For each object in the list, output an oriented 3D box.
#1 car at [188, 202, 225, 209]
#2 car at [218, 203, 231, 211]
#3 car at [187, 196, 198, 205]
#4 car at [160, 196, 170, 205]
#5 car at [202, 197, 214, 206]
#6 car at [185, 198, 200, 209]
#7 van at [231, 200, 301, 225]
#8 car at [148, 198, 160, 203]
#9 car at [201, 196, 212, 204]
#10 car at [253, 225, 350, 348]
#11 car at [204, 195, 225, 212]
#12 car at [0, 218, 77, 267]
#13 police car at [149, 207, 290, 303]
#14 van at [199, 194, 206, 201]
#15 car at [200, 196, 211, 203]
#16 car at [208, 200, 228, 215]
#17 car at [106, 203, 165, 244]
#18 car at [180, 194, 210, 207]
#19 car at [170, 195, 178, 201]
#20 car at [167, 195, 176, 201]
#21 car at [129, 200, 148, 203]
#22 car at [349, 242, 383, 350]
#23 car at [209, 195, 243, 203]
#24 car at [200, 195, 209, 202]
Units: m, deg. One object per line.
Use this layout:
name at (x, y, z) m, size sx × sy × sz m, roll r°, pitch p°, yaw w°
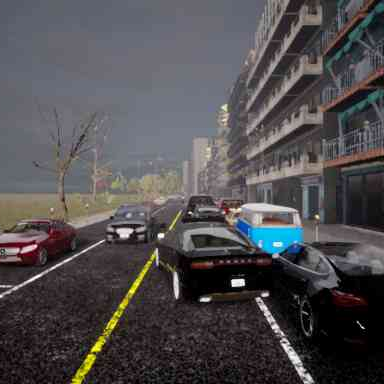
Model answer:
car at (0.862, 1.509, 18.631) m, size 1.837 × 1.490 × 4.892 m, roll 0°, pitch 0°, yaw 0°
car at (2.610, 1.529, 17.733) m, size 1.752 × 1.417 × 4.829 m, roll 1°, pitch 0°, yaw 0°
car at (0.121, 1.542, 60.247) m, size 1.812 × 1.442 × 4.674 m, roll 0°, pitch 0°, yaw 0°
car at (-5.193, 1.541, 56.468) m, size 1.752 × 1.417 × 4.829 m, roll 1°, pitch 0°, yaw 0°
car at (2.689, 1.541, 57.360) m, size 1.752 × 1.417 × 4.829 m, roll 1°, pitch 0°, yaw 0°
car at (0.106, 1.559, 46.467) m, size 2.033 × 1.411 × 5.357 m, roll 0°, pitch 0°, yaw 1°
van at (2.600, 1.344, 11.902) m, size 1.690 × 1.788 × 3.998 m, roll 1°, pitch 0°, yaw 0°
car at (-5.227, 1.591, 39.676) m, size 1.802 × 1.307 × 4.206 m, roll 1°, pitch 0°, yaw 0°
car at (2.700, 1.543, 63.021) m, size 1.752 × 1.417 × 4.829 m, roll 1°, pitch 0°, yaw 0°
car at (2.586, 1.567, 6.240) m, size 1.947 × 1.339 × 4.313 m, roll 1°, pitch 0°, yaw 0°
car at (2.657, 1.324, 40.207) m, size 2.192 × 1.841 × 5.009 m, roll 1°, pitch 0°, yaw 0°
car at (-5.284, 1.585, 11.406) m, size 1.802 × 1.307 × 4.206 m, roll 1°, pitch 0°, yaw 0°
police car at (0.225, 1.427, 8.486) m, size 1.930 × 1.638 × 5.238 m, roll 0°, pitch 0°, yaw -14°
van at (2.747, 1.369, 85.495) m, size 1.690 × 1.788 × 3.998 m, roll 1°, pitch 0°, yaw 0°
car at (2.711, 1.570, 68.511) m, size 2.008 × 1.369 × 4.403 m, roll 1°, pitch 0°, yaw 0°
car at (2.643, 1.590, 34.546) m, size 1.802 × 1.307 × 4.206 m, roll 1°, pitch 0°, yaw 0°
car at (-2.718, 1.495, 15.845) m, size 2.128 × 1.511 × 4.902 m, roll 0°, pitch 0°, yaw 0°
car at (0.431, 1.225, 24.572) m, size 2.150 × 2.045 × 5.566 m, roll 0°, pitch 0°, yaw -5°
car at (-5.148, 1.575, 79.254) m, size 2.008 × 1.369 × 4.403 m, roll 1°, pitch 0°, yaw 0°
car at (-5.137, 1.578, 84.908) m, size 2.008 × 1.369 × 4.403 m, roll 1°, pitch 0°, yaw 0°
car at (-5.250, 1.572, 28.368) m, size 1.947 × 1.339 × 4.313 m, roll 1°, pitch 0°, yaw 0°
car at (2.578, 1.315, 0.580) m, size 2.192 × 1.841 × 5.009 m, roll 1°, pitch 0°, yaw 0°
car at (2.623, 1.320, 23.224) m, size 2.192 × 1.841 × 5.009 m, roll 1°, pitch 0°, yaw 0°
car at (2.724, 1.462, 74.173) m, size 1.967 × 1.590 × 4.097 m, roll 1°, pitch 0°, yaw 0°
